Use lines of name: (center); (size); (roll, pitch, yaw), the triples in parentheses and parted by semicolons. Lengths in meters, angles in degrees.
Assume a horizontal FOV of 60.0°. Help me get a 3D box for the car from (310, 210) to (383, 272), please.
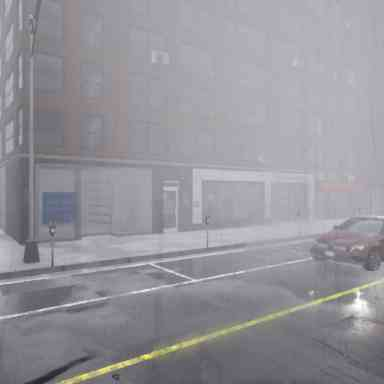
car: (5.890, 1.526, 10.981); (4.674, 1.442, 1.812); (0, 0, -35)

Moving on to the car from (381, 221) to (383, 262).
car: (6.791, 1.478, 8.000); (5.008, 1.535, 1.882); (1, 0, -35)
